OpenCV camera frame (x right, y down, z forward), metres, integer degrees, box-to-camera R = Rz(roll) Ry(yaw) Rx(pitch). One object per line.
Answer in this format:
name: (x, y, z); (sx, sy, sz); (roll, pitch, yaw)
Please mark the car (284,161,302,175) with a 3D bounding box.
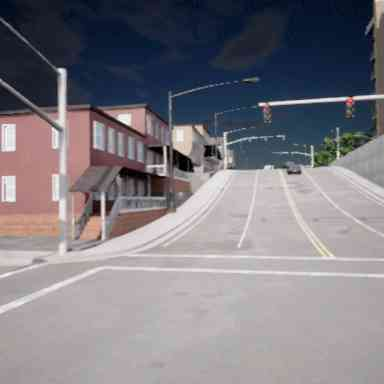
car: (15.011, -3.406, 48.960); (1.994, 1.385, 4.181); (-1, 11, 13)
